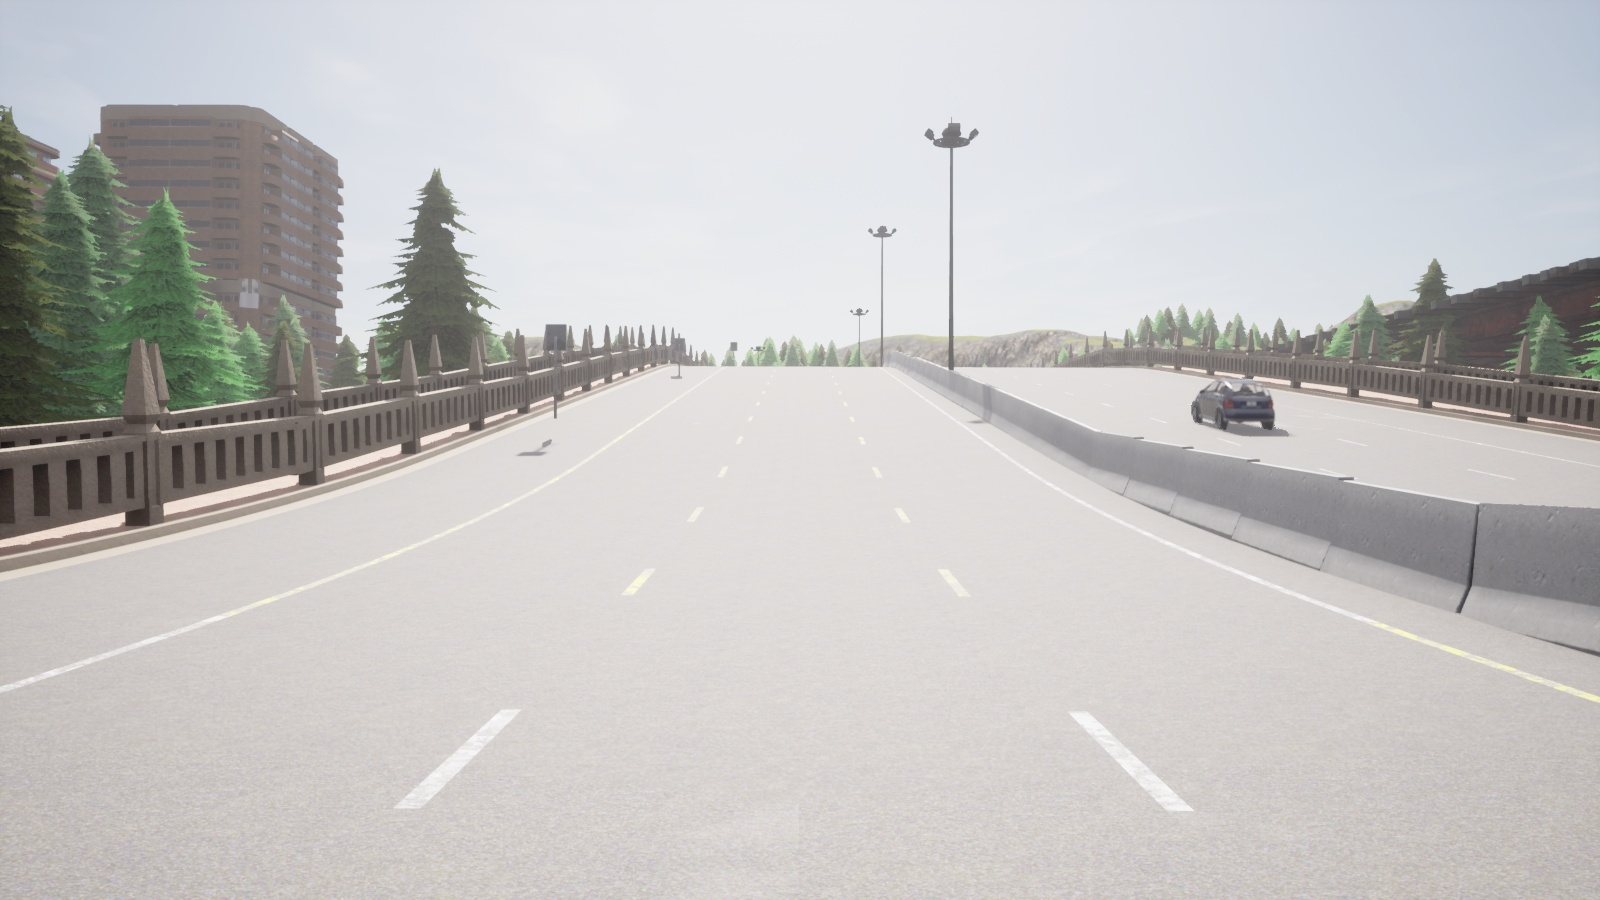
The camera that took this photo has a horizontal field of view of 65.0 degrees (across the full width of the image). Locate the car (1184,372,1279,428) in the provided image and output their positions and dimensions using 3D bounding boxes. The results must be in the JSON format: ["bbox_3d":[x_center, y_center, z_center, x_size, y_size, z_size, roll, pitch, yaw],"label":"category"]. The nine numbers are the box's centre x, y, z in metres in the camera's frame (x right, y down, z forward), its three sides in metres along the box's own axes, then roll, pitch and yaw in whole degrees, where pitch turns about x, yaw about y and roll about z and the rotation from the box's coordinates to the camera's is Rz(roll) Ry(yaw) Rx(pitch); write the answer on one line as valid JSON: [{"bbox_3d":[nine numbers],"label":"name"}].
[{"bbox_3d":[14.032,-1.663,41.048,1.789,1.549,3.705,0,6,0],"label":"car"}]
